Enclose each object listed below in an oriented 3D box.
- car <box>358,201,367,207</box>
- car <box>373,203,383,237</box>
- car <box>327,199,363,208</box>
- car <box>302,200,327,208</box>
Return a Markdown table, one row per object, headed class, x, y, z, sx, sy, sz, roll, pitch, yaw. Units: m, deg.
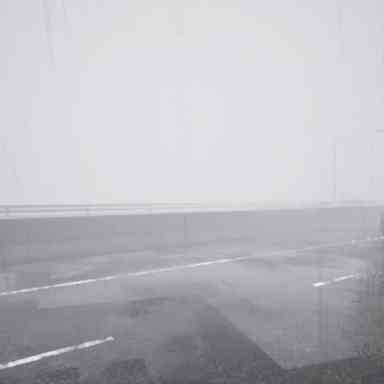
| class | x | y | z | sx | sy | sz | roll | pitch | yaw |
| --- | --- | --- | --- | --- | --- | --- | --- | --- | --- |
| car | 19.805 | 1.851 | 34.738 | 4.718 | 1.301 | 1.895 | 1 | 0 | -34 |
| car | 11.194 | 1.342 | 15.910 | 5.566 | 2.045 | 2.150 | 0 | 0 | -35 |
| car | 17.884 | 1.603 | 37.665 | 4.553 | 1.767 | 2.097 | 1 | 0 | -34 |
| car | 15.358 | 1.756 | 40.182 | 4.892 | 1.490 | 1.837 | 1 | -1 | -34 |
